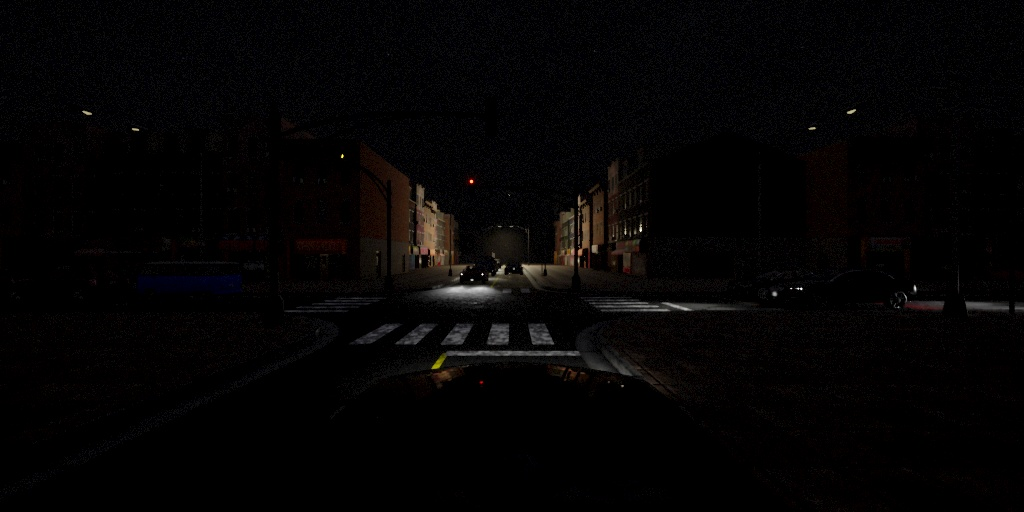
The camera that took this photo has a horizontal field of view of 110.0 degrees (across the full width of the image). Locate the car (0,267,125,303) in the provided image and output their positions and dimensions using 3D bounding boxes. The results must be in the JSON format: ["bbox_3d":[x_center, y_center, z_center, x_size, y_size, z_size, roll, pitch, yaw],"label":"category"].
[{"bbox_3d":[-20.186,1.239,16.397,4.097,1.591,1.967,0,0,0],"label":"car"}]

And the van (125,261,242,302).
[{"bbox_3d":[-14.711,1.124,16.411,3.998,1.789,1.690,0,0,0],"label":"van"}]

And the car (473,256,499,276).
[{"bbox_3d":[-2.775,0.993,37.161,2.150,2.045,5.566,0,0,0],"label":"car"}]

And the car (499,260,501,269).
[{"bbox_3d":[-2.742,1.284,47.310,1.837,1.490,4.892,0,0,0],"label":"car"}]

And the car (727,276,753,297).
[{"bbox_3d":[12.291,1.267,16.480,4.403,1.370,2.007,0,0,0],"label":"car"}]

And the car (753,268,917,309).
[{"bbox_3d":[12.660,1.205,13.948,4.902,1.511,2.128,0,0,0],"label":"car"}]

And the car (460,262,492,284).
[{"bbox_3d":[-2.794,1.365,27.295,1.895,1.301,4.718,0,0,0],"label":"car"}]

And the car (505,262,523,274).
[{"bbox_3d":[0.203,1.338,40.629,1.994,1.385,4.181,0,0,0],"label":"car"}]
